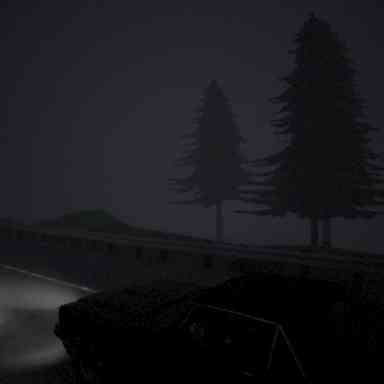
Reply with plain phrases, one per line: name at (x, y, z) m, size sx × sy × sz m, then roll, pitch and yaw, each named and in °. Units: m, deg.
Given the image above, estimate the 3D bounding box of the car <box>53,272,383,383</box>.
car at (0.551, 1.619, 3.655) m, size 4.718 × 1.301 × 1.895 m, roll -1°, pitch 0°, yaw 36°
